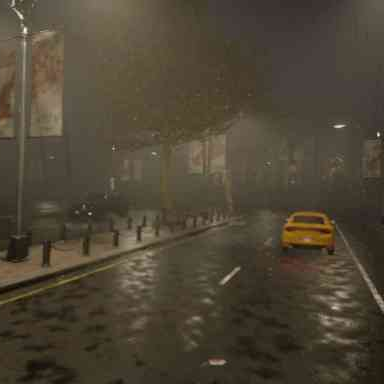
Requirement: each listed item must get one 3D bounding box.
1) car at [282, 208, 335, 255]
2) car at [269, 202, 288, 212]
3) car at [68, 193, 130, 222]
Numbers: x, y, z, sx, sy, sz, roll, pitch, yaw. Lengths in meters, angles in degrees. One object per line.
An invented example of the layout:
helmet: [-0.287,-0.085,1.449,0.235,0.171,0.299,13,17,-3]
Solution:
car: [5.063,1.620,14.388,1.882,1.535,5.008,1,0,21]
car: [10.923,1.918,42.203,1.895,1.301,4.718,1,0,8]
car: [-6.926,1.065,25.516,2.150,2.045,5.566,1,0,21]
